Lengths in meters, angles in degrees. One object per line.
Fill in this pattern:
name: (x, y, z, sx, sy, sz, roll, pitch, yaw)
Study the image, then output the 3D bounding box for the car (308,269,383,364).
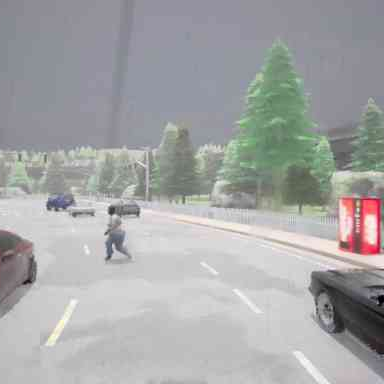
car: (3.179, 1.601, 3.879, 1.895, 1.301, 4.718, 0, 0, -5)

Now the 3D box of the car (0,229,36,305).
car: (-4.500, 1.526, 6.719, 1.812, 1.442, 4.674, 0, 0, -12)

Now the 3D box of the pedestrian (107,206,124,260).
pedestrian: (-2.459, 1.294, 10.702, 0.375, 1.860, 0.375, 0, 0, -16)

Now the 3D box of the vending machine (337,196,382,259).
vending machine: (5.851, 1.195, 11.670, 1.100, 2.100, 0.880, 0, 0, -15)

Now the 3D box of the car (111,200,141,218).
car: (-6.107, 1.491, 30.316, 2.128, 1.511, 4.902, 0, 0, -25)

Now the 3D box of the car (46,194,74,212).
car: (-15.755, 1.230, 39.852, 2.150, 2.045, 5.566, 0, 0, -38)

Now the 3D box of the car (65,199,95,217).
car: (-10.458, 1.601, 31.324, 1.895, 1.301, 4.718, 0, 0, -26)
